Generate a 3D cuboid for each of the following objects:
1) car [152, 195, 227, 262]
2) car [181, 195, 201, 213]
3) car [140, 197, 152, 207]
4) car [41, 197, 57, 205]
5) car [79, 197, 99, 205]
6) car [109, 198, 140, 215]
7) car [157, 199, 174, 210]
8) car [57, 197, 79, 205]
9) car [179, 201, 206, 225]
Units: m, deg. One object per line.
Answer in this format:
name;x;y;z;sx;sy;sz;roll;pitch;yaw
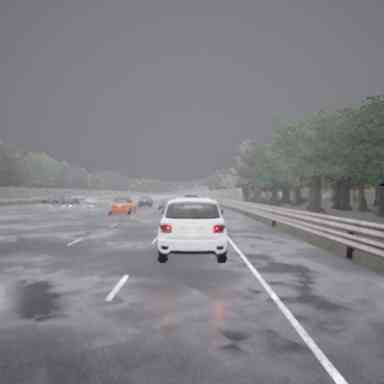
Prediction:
car;0.021;1.223;12.212;2.150;2.045;5.566;0;0;0
car;-0.133;1.342;39.805;2.150;2.045;5.566;0;0;-1
car;-7.273;1.497;52.855;2.097;1.767;4.553;0;0;-1
car;-25.011;1.627;59.078;1.895;1.301;4.718;3;-2;-1
car;-18.060;1.632;59.543;1.812;1.442;4.674;0;0;-1
car;-6.965;1.390;33.891;2.097;1.767;4.553;0;0;-1
car;-3.648;1.683;46.874;2.033;1.411;5.357;0;0;-1
car;-21.543;1.628;59.341;2.033;1.411;5.357;0;0;-1
car;0.000;1.527;25.559;1.882;1.535;5.008;0;0;0
